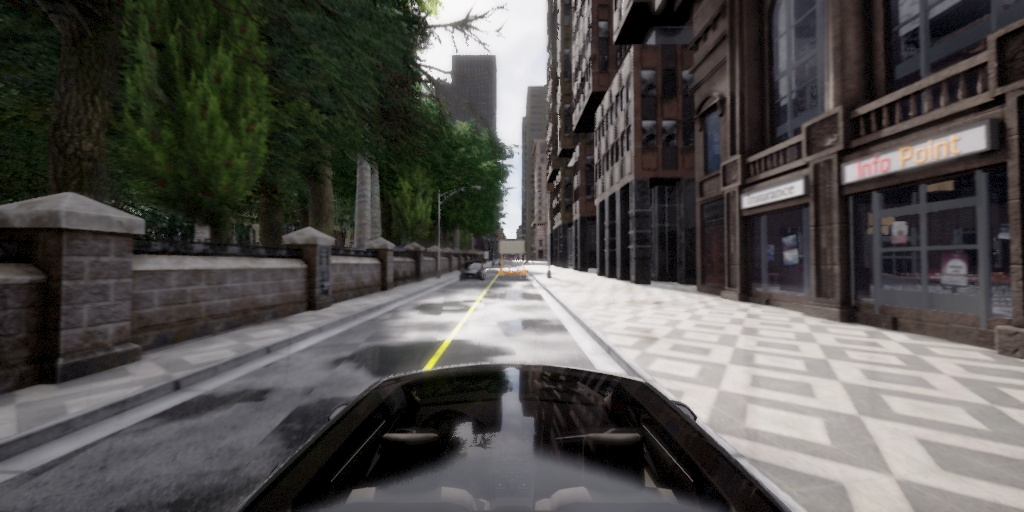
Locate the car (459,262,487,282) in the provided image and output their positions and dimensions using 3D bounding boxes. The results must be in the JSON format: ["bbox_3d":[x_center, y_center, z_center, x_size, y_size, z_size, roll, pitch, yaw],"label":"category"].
[{"bbox_3d":[-3.101,1.263,29.067,1.837,1.490,4.892,0,0,0],"label":"car"}]

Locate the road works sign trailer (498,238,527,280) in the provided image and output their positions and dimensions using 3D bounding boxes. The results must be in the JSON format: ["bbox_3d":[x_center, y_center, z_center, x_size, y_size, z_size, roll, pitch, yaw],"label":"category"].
[{"bbox_3d":[-0.008,0.225,31.947,2.380,3.560,2.880,0,0,0],"label":"road works sign trailer"}]
